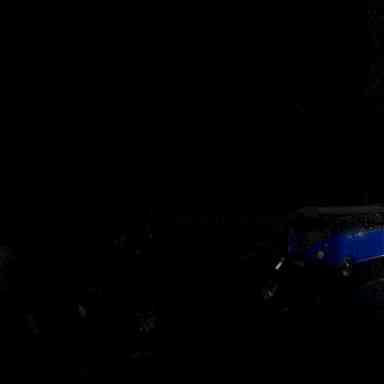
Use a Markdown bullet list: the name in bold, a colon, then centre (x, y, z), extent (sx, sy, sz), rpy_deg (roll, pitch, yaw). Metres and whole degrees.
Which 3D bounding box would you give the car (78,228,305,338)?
- **car**: centre (0.015, 1.555, 6.623), extent (4.313, 1.339, 1.947), rpy_deg (0, 0, -35)

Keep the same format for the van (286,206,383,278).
- **van**: centre (4.473, 1.318, 9.735), extent (3.998, 1.788, 1.690), rpy_deg (0, 0, -35)
